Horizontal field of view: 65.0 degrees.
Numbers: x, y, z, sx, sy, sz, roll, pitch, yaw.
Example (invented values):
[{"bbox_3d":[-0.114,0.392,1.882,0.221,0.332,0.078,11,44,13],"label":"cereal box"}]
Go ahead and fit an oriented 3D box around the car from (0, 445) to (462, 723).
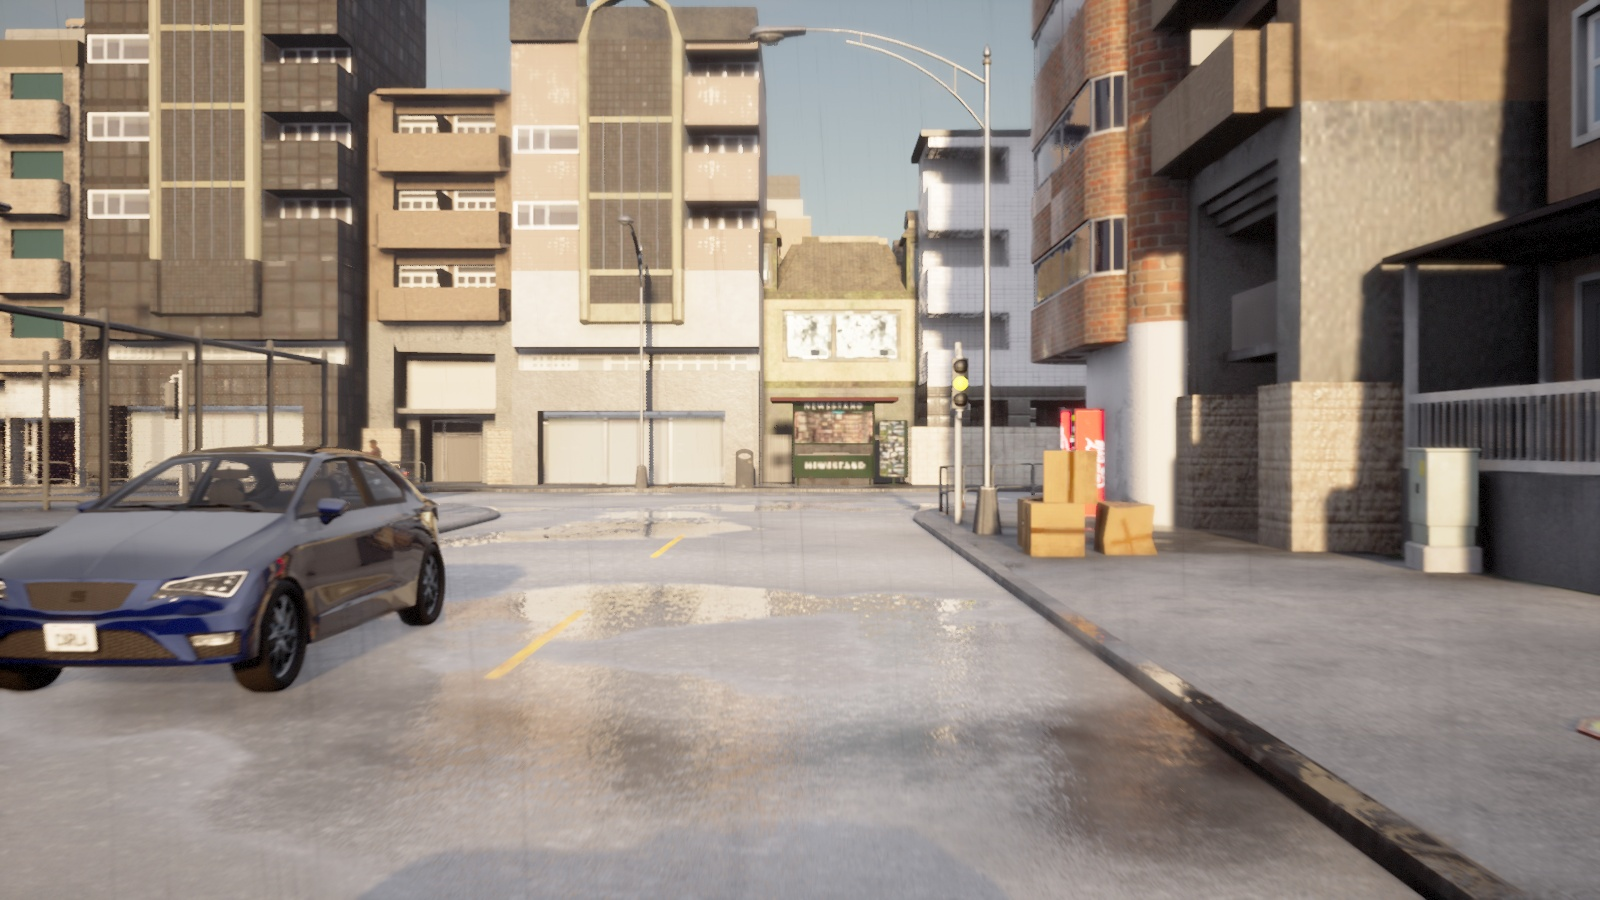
[{"bbox_3d":[-3.902,0.707,8.822,1.816,1.474,4.193,0,0,2],"label":"car"}]
